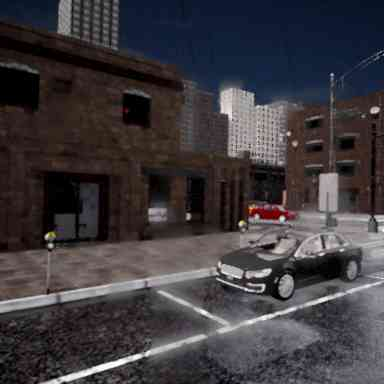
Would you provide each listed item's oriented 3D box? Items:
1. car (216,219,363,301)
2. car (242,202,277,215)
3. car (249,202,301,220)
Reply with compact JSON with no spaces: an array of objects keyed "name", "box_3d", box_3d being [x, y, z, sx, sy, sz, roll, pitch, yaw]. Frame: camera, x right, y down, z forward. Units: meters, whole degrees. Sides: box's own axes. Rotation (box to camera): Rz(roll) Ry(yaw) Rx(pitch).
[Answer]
[{"name":"car","box_3d":[2.601,1.609,8.398,4.403,1.369,2.008,1,1,-35]},{"name":"car","box_3d":[8.398,2.016,41.574,1.967,1.590,4.097,1,-1,-35]},{"name":"car","box_3d":[7.109,1.799,28.346,1.887,1.381,4.507,1,-1,-35]}]
